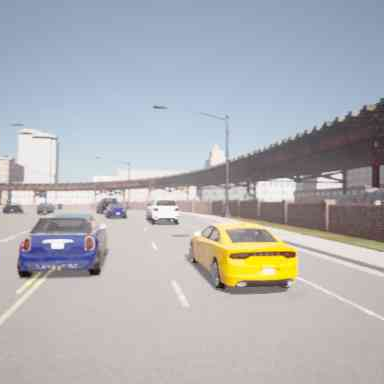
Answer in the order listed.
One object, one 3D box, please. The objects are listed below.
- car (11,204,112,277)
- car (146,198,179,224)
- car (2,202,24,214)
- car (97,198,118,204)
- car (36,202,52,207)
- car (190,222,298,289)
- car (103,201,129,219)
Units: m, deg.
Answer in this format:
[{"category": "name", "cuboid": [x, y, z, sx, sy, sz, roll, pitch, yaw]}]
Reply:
[{"category": "car", "cuboid": [-3.898, 1.443, 10.753, 2.097, 1.767, 4.553, 1, -1, -11]}, {"category": "car", "cuboid": [-2.565, 1.560, 28.211, 2.150, 2.045, 5.566, 1, -1, -13]}, {"category": "car", "cuboid": [-21.158, 1.915, 39.533, 1.994, 1.385, 4.181, 1, -2, -23]}, {"category": "car", "cuboid": [-10.780, 1.770, 42.618, 2.150, 2.045, 5.566, 1, -2, -24]}, {"category": "car", "cuboid": [-17.158, 1.925, 39.144, 2.033, 1.411, 5.357, 1, -2, -21]}, {"category": "car", "cuboid": [1.213, 1.620, 9.739, 1.882, 1.535, 5.008, 1, -1, -11]}, {"category": "car", "cuboid": [-7.573, 1.874, 33.196, 1.812, 1.442, 4.674, 1, -1, -17]}]
